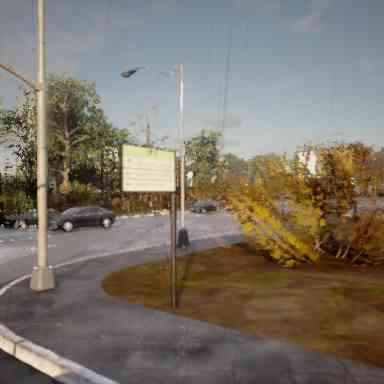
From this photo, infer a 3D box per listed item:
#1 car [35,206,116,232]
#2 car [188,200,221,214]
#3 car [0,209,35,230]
[{"bbox_3d":[-7.342,1.710,21.985,1.837,1.490,4.892,-1,0,39],"label":"car"},{"bbox_3d":[1.485,1.681,38.573,1.837,1.490,4.892,-1,0,39],"label":"car"},{"bbox_3d":[-10.829,1.847,23.248,1.895,1.301,4.718,-1,0,39],"label":"car"}]
